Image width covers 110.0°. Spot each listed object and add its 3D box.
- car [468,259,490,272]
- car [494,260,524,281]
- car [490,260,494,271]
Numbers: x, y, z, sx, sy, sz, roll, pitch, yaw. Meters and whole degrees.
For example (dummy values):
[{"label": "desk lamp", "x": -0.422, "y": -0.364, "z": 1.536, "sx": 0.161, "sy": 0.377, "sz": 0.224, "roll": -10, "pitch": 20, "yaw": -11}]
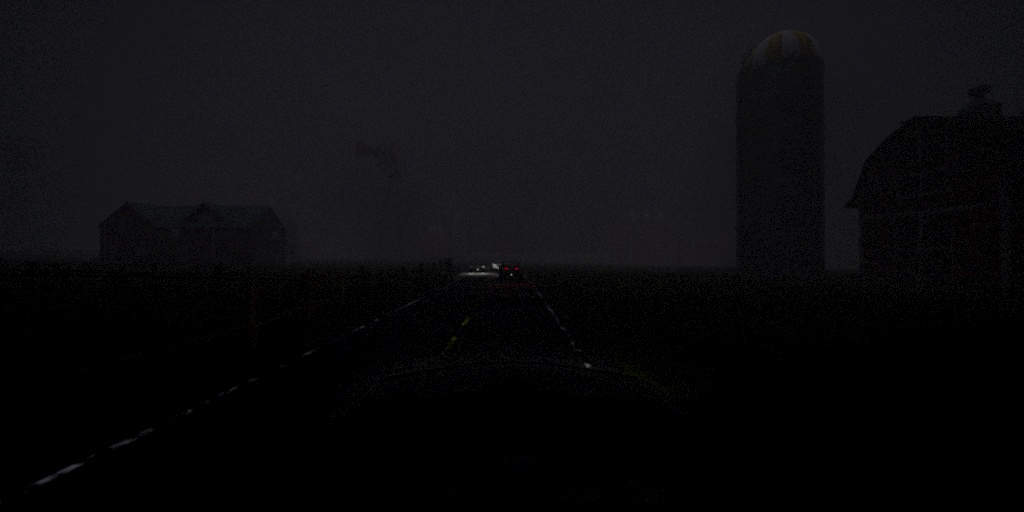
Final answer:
[{"label": "car", "x": -4.021, "y": 1.059, "z": 41.060, "sx": 2.033, "sy": 1.411, "sz": 5.357, "roll": 0, "pitch": 0, "yaw": -7}, {"label": "car", "x": -0.132, "y": 1.095, "z": 27.819, "sx": 2.128, "sy": 1.511, "sz": 4.902, "roll": 0, "pitch": 0, "yaw": -2}, {"label": "car", "x": -1.708, "y": 1.096, "z": 44.177, "sx": 1.895, "sy": 1.301, "sz": 4.718, "roll": 0, "pitch": 0, "yaw": -8}]
